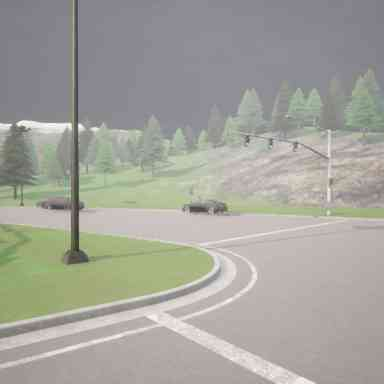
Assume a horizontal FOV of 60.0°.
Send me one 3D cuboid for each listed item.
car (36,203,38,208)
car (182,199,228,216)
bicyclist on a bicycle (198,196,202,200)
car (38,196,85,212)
[{"bbox_3d":[-17.748,1.352,42.971,4.553,1.767,2.097,0,0,17],"label":"car"},{"bbox_3d":[1.233,1.491,33.208,4.902,1.511,2.128,0,0,36],"label":"car"},{"bbox_3d":[0.929,1.302,38.432,0.582,1.620,1.656,0,0,34],"label":"bicyclist on a bicycle"},{"bbox_3d":[-14.711,1.493,38.319,4.902,1.511,2.128,0,0,22],"label":"car"}]
